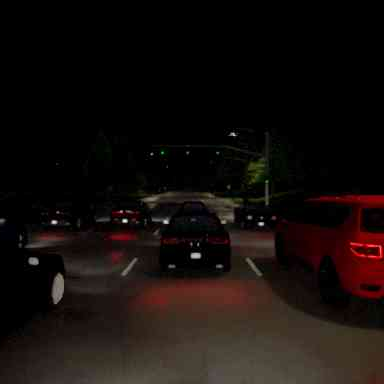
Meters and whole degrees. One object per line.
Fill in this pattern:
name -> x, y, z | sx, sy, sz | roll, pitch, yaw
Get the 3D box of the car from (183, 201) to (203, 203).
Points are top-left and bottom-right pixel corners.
car -> 0.082, 1.249, 19.739 | 1.812, 1.442, 4.674 | 0, 1, 0

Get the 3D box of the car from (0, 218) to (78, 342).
car -> -3.405, 1.412, 4.538 | 1.882, 1.535, 5.008 | 0, 1, 0

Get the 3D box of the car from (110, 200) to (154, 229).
car -> -3.422, 1.230, 19.376 | 1.837, 1.490, 4.892 | 0, 0, 0

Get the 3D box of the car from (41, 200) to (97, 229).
car -> -6.925, 1.236, 19.161 | 1.837, 1.490, 4.892 | 0, 1, 0

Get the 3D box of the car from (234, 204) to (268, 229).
car -> 3.579, 1.330, 19.348 | 1.895, 1.301, 4.718 | 0, 1, 0

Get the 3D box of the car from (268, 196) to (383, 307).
car -> 3.590, 1.105, 7.805 | 2.150, 2.045, 5.566 | 0, 0, 0

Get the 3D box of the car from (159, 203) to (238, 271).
car -> 0.088, 1.331, 10.406 | 1.882, 1.535, 5.008 | 0, 1, 0
